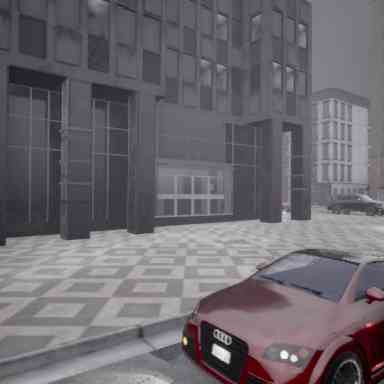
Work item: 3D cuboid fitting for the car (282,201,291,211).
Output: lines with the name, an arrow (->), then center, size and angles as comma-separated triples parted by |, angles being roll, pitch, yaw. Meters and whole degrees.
car -> 9.964, 1.497, 39.999 | 1.812, 1.442, 4.674 | 1, 0, -36

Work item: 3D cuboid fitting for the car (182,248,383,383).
car -> 1.936, 1.565, 4.759 | 4.181, 1.385, 1.994 | 0, 0, -35

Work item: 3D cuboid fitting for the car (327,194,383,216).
car -> 15.793, 1.189, 31.880 | 2.150, 2.045, 5.566 | 1, -1, -36
